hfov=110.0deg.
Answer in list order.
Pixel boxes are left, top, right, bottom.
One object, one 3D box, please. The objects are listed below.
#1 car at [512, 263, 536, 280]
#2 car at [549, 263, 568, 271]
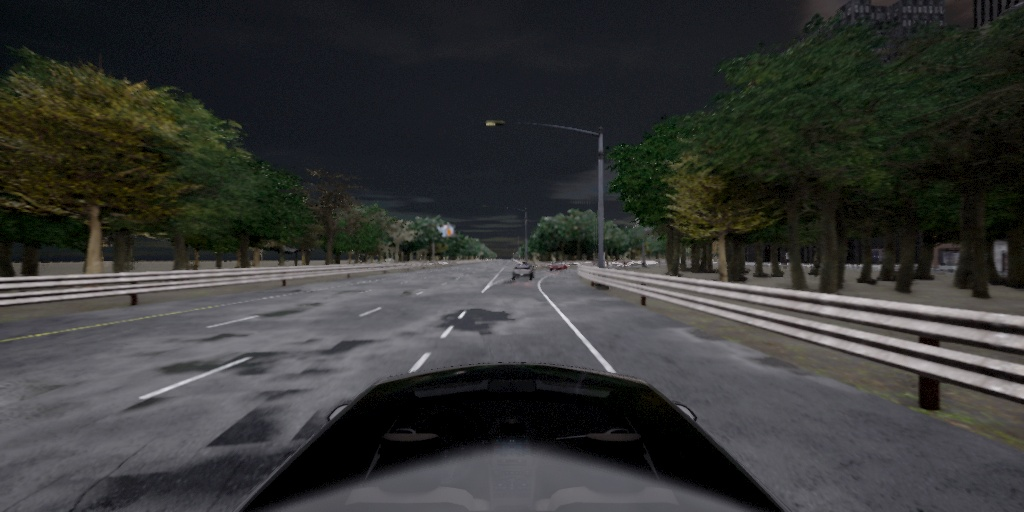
[{"bbox_3d":[1.175,1.441,33.712,2.128,1.511,4.902,0,0,8],"label":"car"},{"bbox_3d":[7.228,1.677,54.732,1.895,1.301,4.718,0,0,24],"label":"car"}]
